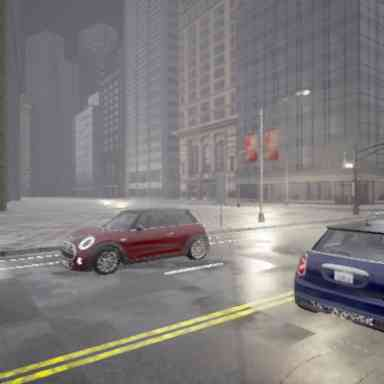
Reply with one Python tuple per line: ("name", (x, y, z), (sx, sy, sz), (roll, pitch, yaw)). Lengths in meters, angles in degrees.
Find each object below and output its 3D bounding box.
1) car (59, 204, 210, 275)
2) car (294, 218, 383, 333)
("car", (-1.684, 1.319, 10.450), (4.553, 1.767, 2.097), (-1, 0, -35))
("car", (4.046, 1.303, 6.324), (4.553, 1.767, 2.097), (-1, 0, -36))
